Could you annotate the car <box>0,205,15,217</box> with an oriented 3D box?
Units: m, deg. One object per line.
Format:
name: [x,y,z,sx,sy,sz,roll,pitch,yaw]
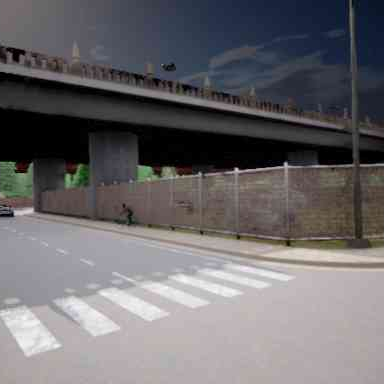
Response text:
car: [-22.780,2.406,40.386,1.994,1.385,4.181,-1,0,-34]

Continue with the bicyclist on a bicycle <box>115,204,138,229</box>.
bicyclist on a bicycle: [-4.331,1.580,21.928,1.656,1.620,0.582,-1,0,-37]
